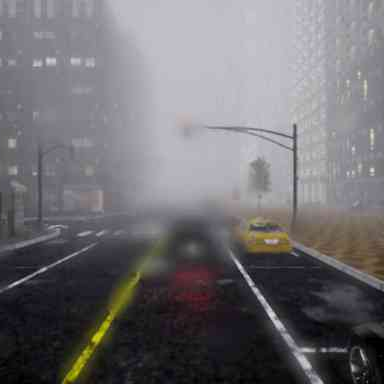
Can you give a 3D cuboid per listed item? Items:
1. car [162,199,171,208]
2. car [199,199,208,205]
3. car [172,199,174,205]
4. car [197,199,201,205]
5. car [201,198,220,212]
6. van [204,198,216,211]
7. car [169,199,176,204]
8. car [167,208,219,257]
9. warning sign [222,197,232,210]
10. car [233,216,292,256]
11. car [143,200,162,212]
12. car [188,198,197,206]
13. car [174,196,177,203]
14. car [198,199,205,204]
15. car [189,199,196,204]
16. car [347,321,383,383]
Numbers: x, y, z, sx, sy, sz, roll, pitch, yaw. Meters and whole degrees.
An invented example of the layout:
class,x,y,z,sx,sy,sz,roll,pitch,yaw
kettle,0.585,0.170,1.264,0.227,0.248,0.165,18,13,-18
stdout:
class,x,y,z,sx,sy,sz,roll,pitch,yaw
car,-5.631,2.231,62.411,2.008,1.369,4.403,0,-1,0
car,2.765,2.423,78.982,1.887,1.381,4.507,0,-1,0
car,-5.621,2.253,73.465,1.967,1.590,4.097,0,-1,0
car,2.753,2.060,67.931,2.192,1.841,5.009,0,-1,0
car,2.732,1.803,45.827,2.192,1.841,5.009,0,-1,0
van,2.737,1.892,51.353,1.690,1.788,3.998,0,-1,0
car,-5.598,2.624,95.402,1.752,1.417,4.829,0,-1,0
car,0.038,1.647,13.500,1.837,1.490,4.892,0,0,1
warning sign,5.122,1.640,49.083,1.300,1.860,1.060,0,0,0
car,2.700,1.666,13.584,1.752,1.417,4.829,0,-1,0
car,-5.647,2.040,45.833,2.008,1.369,4.403,0,-1,0
car,0.075,2.186,74.990,2.097,1.767,4.553,0,-1,0
car,-5.610,2.386,84.518,1.967,1.590,4.097,0,-1,0
car,2.782,2.609,95.731,1.752,1.417,4.829,0,-1,0
car,0.086,2.461,85.049,1.895,1.301,4.718,0,-1,0
car,2.689,1.589,2.149,1.947,1.339,4.313,0,-1,0
